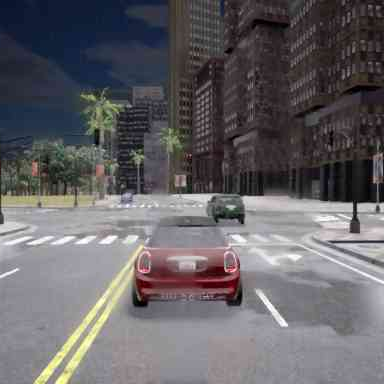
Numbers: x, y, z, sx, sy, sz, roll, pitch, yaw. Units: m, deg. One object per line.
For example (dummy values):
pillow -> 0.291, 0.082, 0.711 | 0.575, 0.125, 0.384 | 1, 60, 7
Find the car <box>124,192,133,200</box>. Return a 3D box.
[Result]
car -> -13.890, 0.886, 72.906 | 1.882, 1.535, 5.008 | 0, 1, -11

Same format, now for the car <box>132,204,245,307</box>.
car -> -0.131, 1.351, 8.146 | 2.097, 1.767, 4.553 | 0, 0, -1

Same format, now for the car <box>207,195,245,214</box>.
car -> 2.387, 1.196, 24.465 | 2.150, 2.045, 5.566 | 0, 0, -4

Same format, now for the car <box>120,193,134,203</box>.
car -> -11.200, 1.141, 56.901 | 1.812, 1.442, 4.674 | 0, 1, -8
